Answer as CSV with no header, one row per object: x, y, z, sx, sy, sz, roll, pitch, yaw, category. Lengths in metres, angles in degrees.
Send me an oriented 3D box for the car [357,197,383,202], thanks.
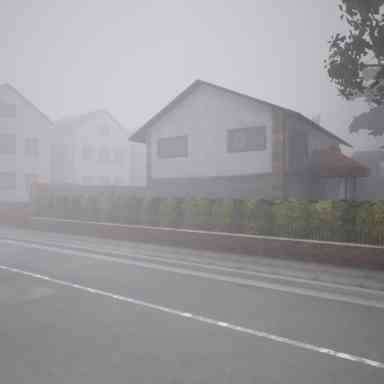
14.618,1.168,25.879,3.806,1.475,1.970,0,0,35,car
